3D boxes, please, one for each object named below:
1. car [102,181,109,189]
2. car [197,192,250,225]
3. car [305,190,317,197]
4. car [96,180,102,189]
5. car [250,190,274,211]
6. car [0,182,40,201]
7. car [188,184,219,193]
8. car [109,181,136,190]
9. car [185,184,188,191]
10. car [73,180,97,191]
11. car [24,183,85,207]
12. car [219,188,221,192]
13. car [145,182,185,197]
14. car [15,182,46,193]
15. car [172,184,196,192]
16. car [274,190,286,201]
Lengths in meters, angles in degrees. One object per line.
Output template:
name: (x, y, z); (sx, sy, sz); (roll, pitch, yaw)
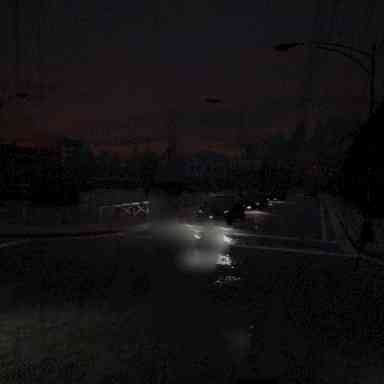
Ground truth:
car: (-19.735, -1.658, 72.538); (3.866, 1.878, 1.905); (2, 2, 21)
car: (1.810, 0.948, 19.051); (1.812, 1.442, 4.674); (2, 2, 21)
car: (20.664, 0.222, 57.853); (1.895, 1.301, 4.718); (2, 2, 21)
car: (-21.502, -1.322, 69.662); (3.806, 1.475, 1.970); (2, 2, 21)
car: (5.418, 0.755, 28.423); (2.033, 1.411, 5.357); (2, 2, 21)
car: (-16.351, 0.042, 30.860); (3.806, 1.475, 1.970); (2, 2, 21)
car: (1.533, -0.629, 57.520); (5.027, 1.636, 2.152); (2, 2, 21)
car: (-13.568, -1.313, 66.659); (4.605, 1.855, 1.932); (2, 2, 21)
car: (-3.046, -0.432, 45.574); (3.866, 1.878, 1.905); (2, 2, 21)
car: (-18.697, -0.869, 55.292); (4.514, 1.523, 2.007); (2, 2, 21)
car: (-10.491, 0.334, 25.426); (3.633, 1.501, 1.845); (2, 2, 21)
car: (3.527, -0.699, 63.628); (3.806, 1.475, 1.970); (2, 2, 21)
car: (-3.702, -0.336, 42.716); (4.605, 1.855, 1.932); (2, 2, 21)
car: (-22.315, -0.634, 45.980); (3.633, 1.501, 1.845); (2, 2, 21)
car: (-1.742, -0.939, 69.568); (4.514, 1.523, 2.007); (2, 2, 21)
car: (11.222, 0.410, 43.498); (2.033, 1.411, 5.357); (2, 2, 21)
